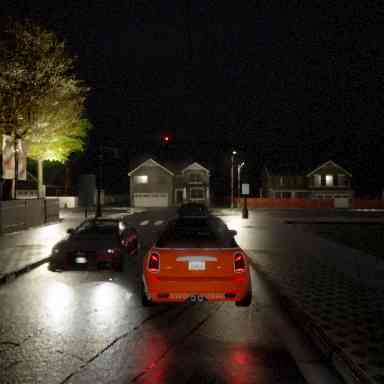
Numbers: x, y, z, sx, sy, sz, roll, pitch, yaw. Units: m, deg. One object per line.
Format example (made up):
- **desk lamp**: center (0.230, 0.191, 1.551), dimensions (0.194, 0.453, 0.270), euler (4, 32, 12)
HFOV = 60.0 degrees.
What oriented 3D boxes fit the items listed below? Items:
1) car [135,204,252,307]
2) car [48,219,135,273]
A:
- **car**: center (0.083, 1.353, 8.150), dimensions (2.097, 1.767, 4.553), euler (0, 0, 0)
- **car**: center (-2.851, 1.565, 10.535), dimensions (1.994, 1.385, 4.181), euler (0, 0, 0)
